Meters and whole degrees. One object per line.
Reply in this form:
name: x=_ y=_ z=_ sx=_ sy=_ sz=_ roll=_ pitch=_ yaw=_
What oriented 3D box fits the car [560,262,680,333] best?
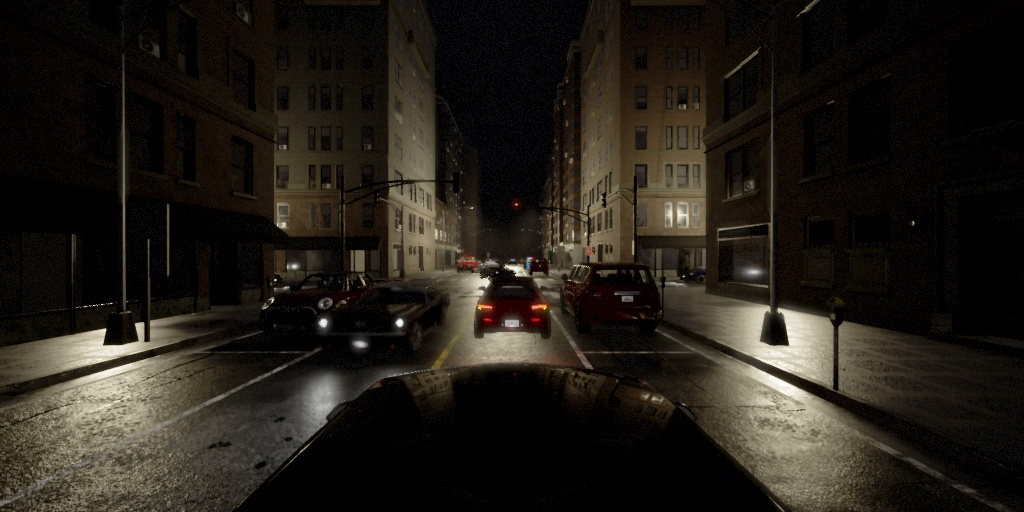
car: x=2.652 y=1.064 z=10.604 sx=2.192 sy=1.841 sz=5.009 roll=0 pitch=0 yaw=0

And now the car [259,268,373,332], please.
car: x=-5.373 y=1.189 z=10.619 sx=1.967 sy=1.591 sz=4.097 roll=0 pitch=0 yaw=0

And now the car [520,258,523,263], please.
car: x=2.784 y=1.061 z=54.172 sx=2.192 sy=1.841 sz=5.009 roll=0 pitch=0 yaw=0

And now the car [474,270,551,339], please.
car: x=0.021 y=1.276 z=9.960 sx=1.812 sy=1.442 sz=4.674 roll=0 pitch=0 yaw=1

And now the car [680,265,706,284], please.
car: x=14.289 y=1.271 z=25.679 sx=4.181 sy=1.385 sz=1.994 roll=0 pitch=0 yaw=-1

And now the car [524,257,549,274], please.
car: x=2.766 y=1.063 z=37.660 sx=2.192 sy=1.841 sz=5.009 roll=0 pitch=0 yaw=0

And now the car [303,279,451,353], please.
car: x=-2.841 y=1.351 z=8.933 sx=1.895 sy=1.301 sz=4.718 roll=0 pitch=0 yaw=0

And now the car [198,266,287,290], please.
car: x=-17.077 y=1.362 z=22.858 sx=4.181 sy=1.385 sz=1.994 roll=0 pitch=0 yaw=0

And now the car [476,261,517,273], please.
car: x=-1.250 y=1.349 z=29.642 sx=1.895 sy=1.301 sz=4.718 roll=0 pitch=0 yaw=-21

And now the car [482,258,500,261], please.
car: x=-2.771 y=1.295 z=45.356 sx=2.033 sy=1.411 sz=5.357 roll=0 pitch=0 yaw=0

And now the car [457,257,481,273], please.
car: x=-5.342 y=1.062 z=43.178 sx=2.192 sy=1.841 sz=5.009 roll=0 pitch=0 yaw=0
